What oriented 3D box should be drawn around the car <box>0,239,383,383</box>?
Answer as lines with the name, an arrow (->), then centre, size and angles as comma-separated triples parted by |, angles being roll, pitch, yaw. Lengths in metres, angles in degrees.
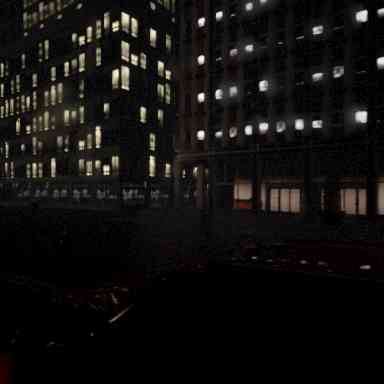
car -> 0.638, 1.315, 2.412 | 5.009, 1.841, 2.192 | 0, 0, 35
